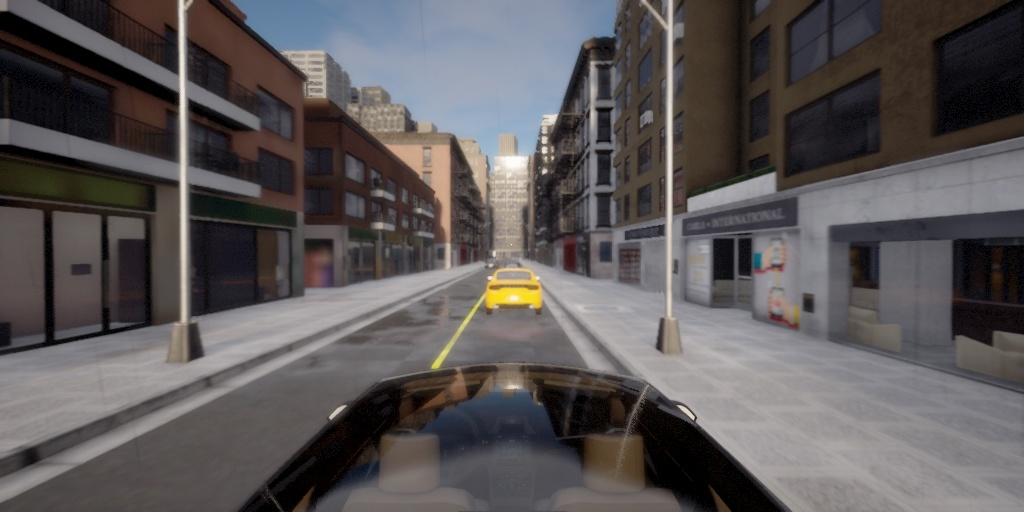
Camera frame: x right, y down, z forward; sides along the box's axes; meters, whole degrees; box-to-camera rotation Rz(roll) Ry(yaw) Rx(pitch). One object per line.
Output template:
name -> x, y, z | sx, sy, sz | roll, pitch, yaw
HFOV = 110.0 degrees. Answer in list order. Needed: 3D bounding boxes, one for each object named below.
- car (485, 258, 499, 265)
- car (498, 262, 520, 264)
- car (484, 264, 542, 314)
car -> -2.832, 1.107, 50.829 | 2.128, 1.511, 4.902 | 0, 0, 0
car -> 0.070, 1.200, 29.870 | 1.812, 1.442, 4.674 | 0, 0, 0
car -> 0.067, 1.196, 13.683 | 1.882, 1.535, 5.008 | 0, -1, 0
